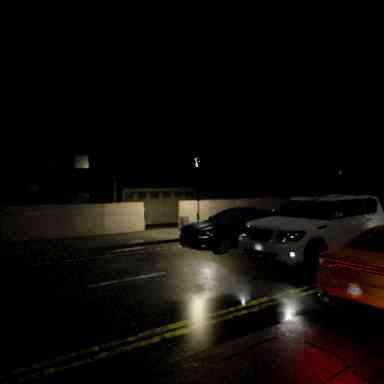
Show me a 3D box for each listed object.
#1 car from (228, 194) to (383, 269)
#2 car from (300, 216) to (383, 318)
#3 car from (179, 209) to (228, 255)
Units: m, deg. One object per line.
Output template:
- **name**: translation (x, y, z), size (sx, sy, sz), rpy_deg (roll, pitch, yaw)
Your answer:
- **car**: translation (4.036, 1.103, 10.525), size (5.566, 2.045, 2.150), rpy_deg (-1, 1, -35)
- **car**: translation (4.590, 1.381, 6.688), size (5.008, 1.535, 1.882), rpy_deg (-1, 0, -35)
- **car**: translation (1.832, 1.364, 12.946), size (5.008, 1.535, 1.882), rpy_deg (-1, 1, -35)
